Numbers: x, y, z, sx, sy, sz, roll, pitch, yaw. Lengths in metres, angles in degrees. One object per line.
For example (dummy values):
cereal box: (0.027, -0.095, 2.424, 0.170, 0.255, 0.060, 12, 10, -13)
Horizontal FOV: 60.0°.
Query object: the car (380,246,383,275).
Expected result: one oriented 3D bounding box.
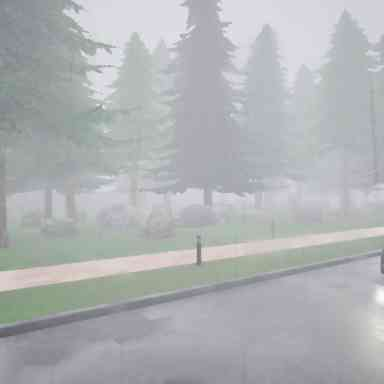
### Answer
car: (6.968, 1.355, 8.743, 4.553, 1.767, 2.097, 0, 0, -34)
